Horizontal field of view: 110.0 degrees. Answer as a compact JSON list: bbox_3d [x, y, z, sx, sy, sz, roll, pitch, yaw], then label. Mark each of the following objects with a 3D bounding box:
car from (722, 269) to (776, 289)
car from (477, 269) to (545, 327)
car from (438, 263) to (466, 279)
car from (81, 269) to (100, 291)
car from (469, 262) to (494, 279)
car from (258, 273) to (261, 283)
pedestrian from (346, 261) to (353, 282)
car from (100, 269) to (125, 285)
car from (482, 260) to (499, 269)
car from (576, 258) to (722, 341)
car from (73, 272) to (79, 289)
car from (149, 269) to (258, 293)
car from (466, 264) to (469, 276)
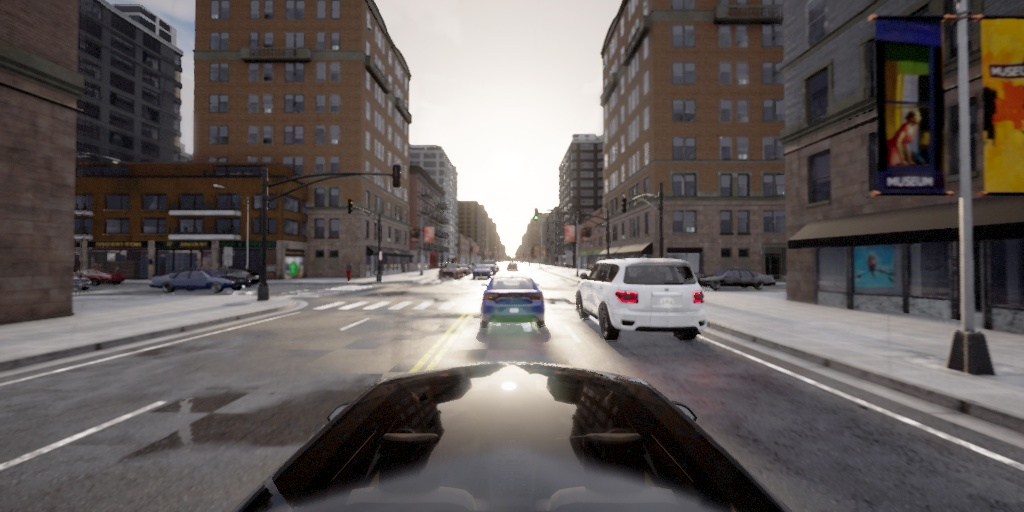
[{"bbox_3d":[15.847,1.645,25.831,5.357,1.411,2.033,0,-1,0],"label":"car"},{"bbox_3d":[-0.045,1.362,12.240,1.882,1.535,5.008,0,-1,-2],"label":"car"},{"bbox_3d":[-6.590,1.573,38.804,2.097,1.767,4.553,0,-1,0],"label":"car"},{"bbox_3d":[-29.696,1.534,22.778,4.674,1.442,1.812,0,-1,0],"label":"car"},{"bbox_3d":[-3.342,1.720,40.541,1.882,1.535,5.008,0,-1,0],"label":"car"},{"bbox_3d":[-22.119,1.667,28.212,4.313,1.339,1.948,0,0,0],"label":"car"},{"bbox_3d":[-14.135,1.293,31.059,0.375,1.860,0.375,0,-1,0],"label":"pedestrian"},{"bbox_3d":[-33.141,1.681,28.271,4.207,1.307,1.802,0,0,0],"label":"car"},{"bbox_3d":[-3.333,1.588,50.476,2.150,2.045,5.566,0,-1,0],"label":"car"},{"bbox_3d":[3.340,1.085,10.390,2.150,2.045,5.566,0,0,0],"label":"car"},{"bbox_3d":[-27.673,1.405,20.218,4.097,1.591,1.967,0,0,0],"label":"car"},{"bbox_3d":[-19.643,1.558,22.723,5.357,1.411,2.033,0,-1,0],"label":"car"},{"bbox_3d":[-6.584,1.839,47.854,1.837,1.490,4.892,0,-1,1],"label":"car"}]
